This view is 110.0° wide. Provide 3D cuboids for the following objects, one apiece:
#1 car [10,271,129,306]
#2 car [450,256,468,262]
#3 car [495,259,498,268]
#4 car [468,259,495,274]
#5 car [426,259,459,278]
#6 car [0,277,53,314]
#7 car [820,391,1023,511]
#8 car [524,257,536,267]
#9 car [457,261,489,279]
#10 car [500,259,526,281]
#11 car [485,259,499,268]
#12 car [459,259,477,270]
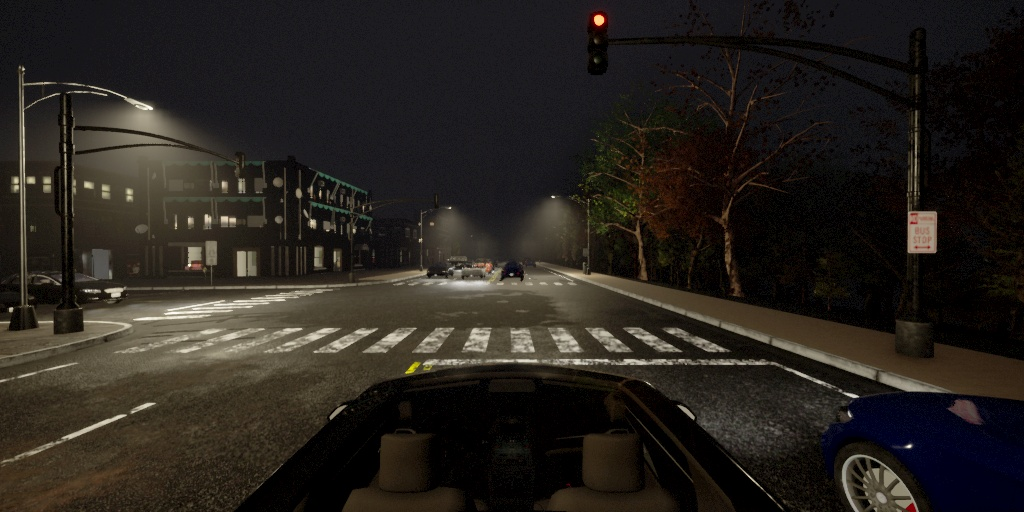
[{"bbox_3d":[-19.651,1.459,15.561,4.902,1.511,2.128,-1,1,0],"label":"car"},{"bbox_3d":[-6.674,0.957,44.237,2.150,2.045,5.566,0,0,0],"label":"car"},{"bbox_3d":[-3.436,1.223,51.286,2.128,1.511,4.902,0,0,0],"label":"car"},{"bbox_3d":[-3.423,1.088,41.254,2.097,1.767,4.553,0,0,0],"label":"car"},{"bbox_3d":[-6.659,1.287,34.001,2.033,1.411,5.357,0,0,0],"label":"car"},{"bbox_3d":[-19.970,1.565,12.853,4.313,1.339,1.948,0,0,0],"label":"car"},{"bbox_3d":[3.358,1.276,0.888,1.812,1.442,4.674,0,0,1],"label":"car"},{"bbox_3d":[3.227,1.274,63.694,2.033,1.411,5.357,0,0,0],"label":"car"},{"bbox_3d":[-3.407,1.341,32.282,1.895,1.301,4.718,0,0,0],"label":"car"},{"bbox_3d":[0.032,1.267,30.291,1.812,1.442,4.674,0,0,1],"label":"car"},{"bbox_3d":[-3.431,1.219,61.705,2.128,1.511,4.902,0,0,0],"label":"car"},{"bbox_3d":[-6.696,1.222,54.641,2.128,1.511,4.902,0,0,0],"label":"car"}]
